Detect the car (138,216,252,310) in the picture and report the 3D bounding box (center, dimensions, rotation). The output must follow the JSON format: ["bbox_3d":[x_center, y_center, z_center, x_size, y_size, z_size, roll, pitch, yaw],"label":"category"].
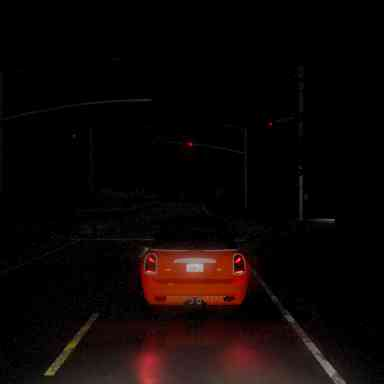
[{"bbox_3d":[0.058,1.351,7.974,2.097,1.767,4.553,0,0,0],"label":"car"}]
